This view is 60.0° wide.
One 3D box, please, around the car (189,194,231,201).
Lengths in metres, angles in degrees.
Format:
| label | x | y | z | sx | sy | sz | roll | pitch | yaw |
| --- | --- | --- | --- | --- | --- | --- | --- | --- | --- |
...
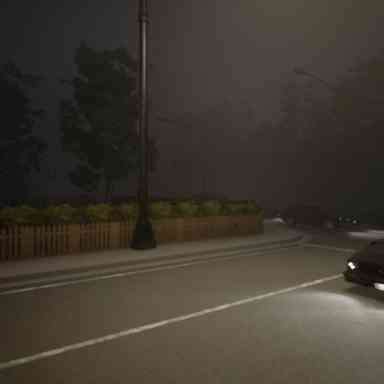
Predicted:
| label | x | y | z | sx | sy | sz | roll | pitch | yaw |
| --- | --- | --- | --- | --- | --- | --- | --- | --- | --- |
| car | 1.945 | 1.179 | 29.157 | 2.150 | 2.045 | 5.566 | 0 | 0 | -36 |

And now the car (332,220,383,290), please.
| label | x | y | z | sx | sy | sz | roll | pitch | yaw |
| --- | --- | --- | --- | --- | --- | --- | --- | --- | --- |
| car | 5.996 | 1.523 | 8.273 | 5.357 | 1.411 | 2.033 | 0 | 0 | -36 |

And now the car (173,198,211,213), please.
| label | x | y | z | sx | sy | sz | roll | pitch | yaw |
| --- | --- | --- | --- | --- | --- | --- | --- | --- | --- |
| car | -0.048 | 1.451 | 37.858 | 1.837 | 1.490 | 4.892 | 0 | 0 | -36 |

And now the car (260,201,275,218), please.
| label | x | y | z | sx | sy | sz | roll | pitch | yaw |
| --- | --- | --- | --- | --- | --- | --- | --- | --- | --- |
| car | 5.685 | 1.494 | 29.969 | 2.033 | 1.411 | 5.357 | 0 | 0 | -36 |

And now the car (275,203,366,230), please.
| label | x | y | z | sx | sy | sz | roll | pitch | yaw |
| --- | --- | --- | --- | --- | --- | --- | --- | --- | --- |
| car | 7.869 | 1.461 | 20.853 | 1.837 | 1.490 | 4.892 | 0 | 0 | -34 |

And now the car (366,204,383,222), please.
| label | x | y | z | sx | sy | sz | roll | pitch | yaw |
| --- | --- | --- | --- | --- | --- | --- | --- | --- | --- |
| car | 11.709 | 1.511 | 21.891 | 2.033 | 1.411 | 5.357 | 0 | 1 | -39 |

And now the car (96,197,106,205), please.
| label | x | y | z | sx | sy | sz | roll | pitch | yaw |
| --- | --- | --- | --- | --- | --- | --- | --- | --- | --- |
| car | -14.396 | 1.519 | 51.754 | 1.994 | 1.385 | 4.181 | 0 | 0 | -36 |
